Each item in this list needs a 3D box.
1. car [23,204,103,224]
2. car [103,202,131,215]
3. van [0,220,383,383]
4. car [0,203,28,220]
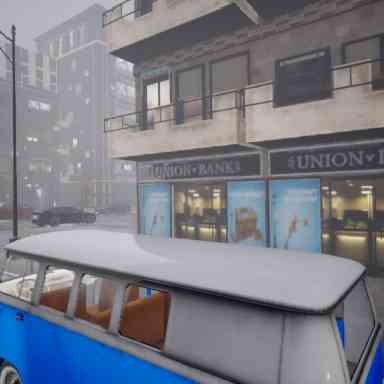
[{"bbox_3d":[-8.499,1.584,22.314,1.947,1.339,4.313,-2,-1,36],"label":"car"},{"bbox_3d":[-8.574,1.799,36.365,1.947,1.339,4.313,-2,-1,36],"label":"car"},{"bbox_3d":[-0.399,1.342,3.144,3.998,1.788,1.690,0,-1,36],"label":"van"},{"bbox_3d":[-15.251,1.609,27.280,1.967,1.590,4.097,-2,-1,36],"label":"car"}]
